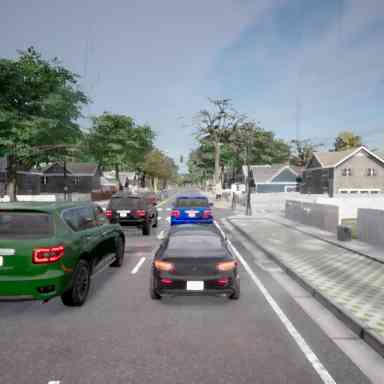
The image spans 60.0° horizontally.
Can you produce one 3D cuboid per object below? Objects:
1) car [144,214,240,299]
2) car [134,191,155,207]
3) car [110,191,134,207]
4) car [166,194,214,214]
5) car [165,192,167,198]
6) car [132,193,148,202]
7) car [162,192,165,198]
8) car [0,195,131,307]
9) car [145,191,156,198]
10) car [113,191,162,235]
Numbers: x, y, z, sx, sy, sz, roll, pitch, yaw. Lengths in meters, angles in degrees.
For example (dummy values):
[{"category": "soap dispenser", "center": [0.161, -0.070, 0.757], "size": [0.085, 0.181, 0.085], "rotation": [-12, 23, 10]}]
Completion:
[{"category": "car", "center": [0.071, 1.513, 8.281], "size": [1.812, 1.442, 4.674], "rotation": [0, 0, 0]}, {"category": "car", "center": [-6.568, 0.889, 46.908], "size": [2.150, 2.045, 5.566], "rotation": [0, 0, 0]}, {"category": "car", "center": [-9.818, 0.888, 46.962], "size": [2.150, 2.045, 5.566], "rotation": [0, 1, 0]}, {"category": "car", "center": [0.033, 1.159, 18.314], "size": [2.150, 2.045, 5.566], "rotation": [0, 0, 1]}, {"category": "car", "center": [-6.452, 0.678, 75.132], "size": [2.128, 1.511, 4.902], "rotation": [0, 1, 0]}, {"category": "car", "center": [-9.766, 0.935, 62.863], "size": [2.128, 1.511, 4.902], "rotation": [0, 1, 1]}, {"category": "car", "center": [-6.532, 1.057, 60.203], "size": [1.994, 1.385, 4.181], "rotation": [0, 1, 0]}, {"category": "car", "center": [-3.183, 1.209, 8.089], "size": [2.150, 2.045, 5.566], "rotation": [0, 0, 1]}, {"category": "car", "center": [-9.701, 0.598, 78.048], "size": [2.128, 1.511, 4.902], "rotation": [0, 1, 0]}, {"category": "car", "center": [-3.215, 1.158, 18.441], "size": [2.150, 2.045, 5.566], "rotation": [0, 0, 1]}]
